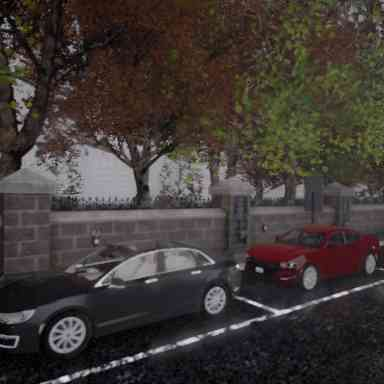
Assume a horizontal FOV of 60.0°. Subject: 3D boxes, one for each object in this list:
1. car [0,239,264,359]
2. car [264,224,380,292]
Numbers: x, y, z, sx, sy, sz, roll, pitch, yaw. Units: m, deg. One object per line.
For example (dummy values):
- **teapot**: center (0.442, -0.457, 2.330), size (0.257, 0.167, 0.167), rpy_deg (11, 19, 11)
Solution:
- **car**: center (-1.055, 1.572, 5.902), size (4.403, 1.369, 2.008), rpy_deg (1, 0, -36)
- **car**: center (3.423, 1.614, 9.164), size (4.507, 1.381, 1.887), rpy_deg (1, 0, -36)
